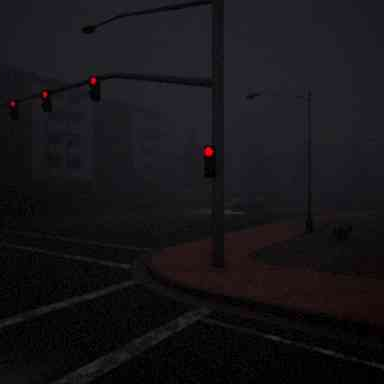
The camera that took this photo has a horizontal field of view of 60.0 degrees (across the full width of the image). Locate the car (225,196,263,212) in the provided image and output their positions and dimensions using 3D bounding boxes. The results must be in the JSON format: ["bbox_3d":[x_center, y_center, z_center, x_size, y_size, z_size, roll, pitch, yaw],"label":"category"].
[{"bbox_3d":[6.422,1.524,38.706,4.674,1.442,1.812,0,0,-40],"label":"car"}]

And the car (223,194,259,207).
[{"bbox_3d":[6.646,1.220,43.462,5.566,2.045,2.150,0,0,-37],"label":"car"}]

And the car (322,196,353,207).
[{"bbox_3d":[20.781,1.328,47.457,4.674,1.442,1.812,0,0,-20],"label":"car"}]
